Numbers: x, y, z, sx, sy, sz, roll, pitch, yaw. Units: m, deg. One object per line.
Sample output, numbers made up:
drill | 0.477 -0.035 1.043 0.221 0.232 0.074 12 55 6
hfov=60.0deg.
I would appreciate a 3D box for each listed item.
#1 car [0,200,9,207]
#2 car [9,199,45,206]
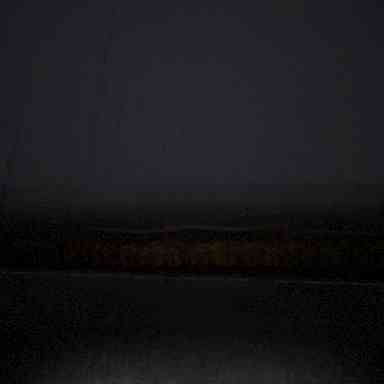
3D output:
car | -25.323 1.743 43.819 2.033 1.411 5.357 0 0 10
car | -21.934 1.648 45.255 2.128 1.511 4.902 0 0 9
